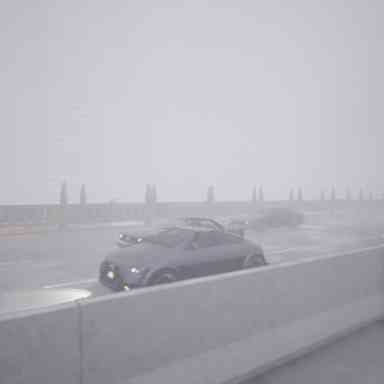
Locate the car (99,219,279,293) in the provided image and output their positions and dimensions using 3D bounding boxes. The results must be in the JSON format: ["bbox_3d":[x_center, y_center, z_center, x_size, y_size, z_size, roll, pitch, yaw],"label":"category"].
[{"bbox_3d":[-0.096,1.579,8.224,4.181,1.385,1.994,0,0,-36],"label":"car"}]

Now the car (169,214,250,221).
[{"bbox_3d":[-0.327,1.622,12.360,4.718,1.301,1.895,0,0,-36],"label":"car"}]

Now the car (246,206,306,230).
[{"bbox_3d":[4.663,1.596,20.222,5.357,1.411,2.033,0,0,-36],"label":"car"}]
